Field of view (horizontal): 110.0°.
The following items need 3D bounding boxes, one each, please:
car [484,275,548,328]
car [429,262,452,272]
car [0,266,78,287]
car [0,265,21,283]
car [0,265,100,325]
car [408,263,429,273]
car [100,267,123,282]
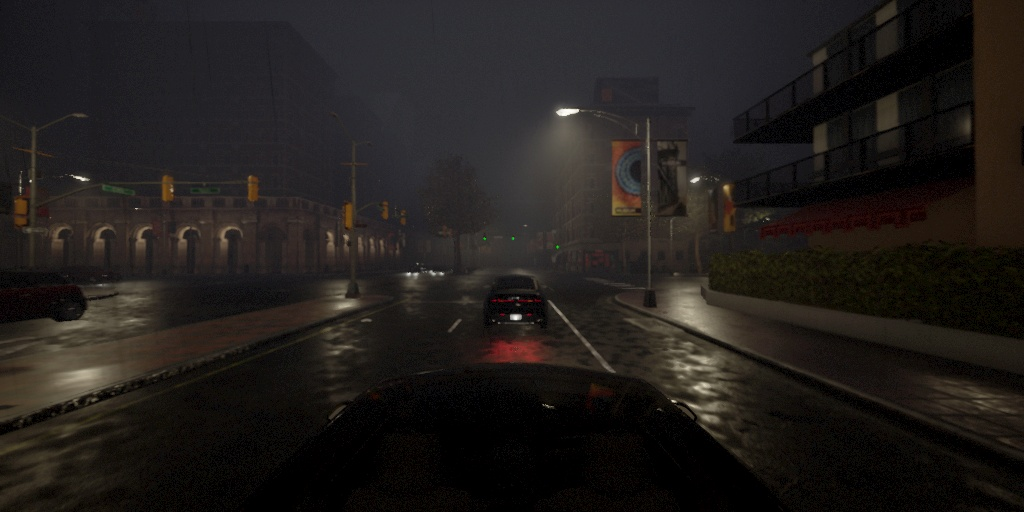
[{"bbox_3d":[0.115,1.370,11.889,1.837,1.490,4.892,0,0,0],"label":"car"},{"bbox_3d":[-11.411,1.932,57.322,1.994,1.385,4.181,0,-1,0],"label":"car"},{"bbox_3d":[-36.959,1.524,27.453,4.902,1.511,2.128,0,-1,0],"label":"car"},{"bbox_3d":[-46.160,1.549,30.964,5.008,1.535,1.882,0,-1,0],"label":"car"},{"bbox_3d":[-14.978,1.189,9.754,2.097,1.767,4.553,0,-1,0],"label":"car"},{"bbox_3d":[-14.915,1.850,56.548,2.128,1.511,4.902,0,-1,0],"label":"car"},{"bbox_3d":[-36.706,1.549,30.953,5.008,1.535,1.882,0,-1,0],"label":"car"}]
